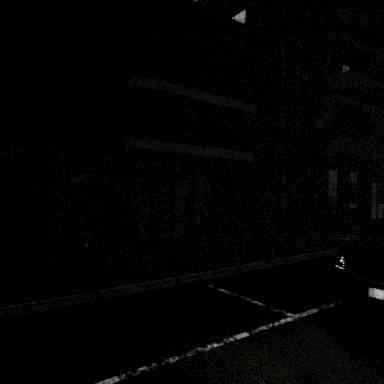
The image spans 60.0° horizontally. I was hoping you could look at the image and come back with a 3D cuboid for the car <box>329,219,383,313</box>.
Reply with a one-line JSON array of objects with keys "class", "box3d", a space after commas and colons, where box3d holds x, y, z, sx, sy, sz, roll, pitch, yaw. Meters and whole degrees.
[{"class": "car", "box3d": [5.134, 1.228, 6.750, 5.566, 2.045, 2.150, 0, 0, -36]}]
